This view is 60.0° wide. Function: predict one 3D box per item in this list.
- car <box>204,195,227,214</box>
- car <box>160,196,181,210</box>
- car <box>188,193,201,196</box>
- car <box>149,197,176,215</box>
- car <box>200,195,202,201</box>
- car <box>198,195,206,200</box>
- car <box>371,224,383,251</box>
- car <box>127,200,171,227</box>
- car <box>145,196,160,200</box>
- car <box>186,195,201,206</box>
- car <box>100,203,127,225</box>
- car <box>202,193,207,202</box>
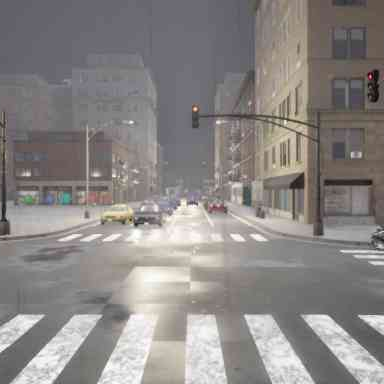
[{"bbox_3d":[2.676,1.438,35.651,1.967,1.590,4.097,0,0,0],"label":"car"},{"bbox_3d":[-2.742,1.546,42.031,2.033,1.411,5.357,0,0,1],"label":"car"},{"bbox_3d":[0.069,1.220,64.448,2.150,2.045,5.566,0,0,0],"label":"car"},{"bbox_3d":[-2.802,1.524,32.295,1.812,1.442,4.674,0,0,0],"label":"car"},{"bbox_3d":[2.694,1.524,52.807,1.752,1.417,4.829,0,0,0],"label":"car"},{"bbox_3d":[2.737,1.567,92.271,1.947,1.339,4.313,0,0,0],"label":"car"},{"bbox_3d":[9.096,1.404,12.101,4.553,1.767,2.097,0,0,0],"label":"car"},{"bbox_3d":[-2.809,1.546,22.990,2.033,1.411,5.357,0,0,-1],"label":"car"},{"bbox_3d":[-5.343,1.549,41.322,2.008,1.369,4.403,0,0,0],"label":"car"},{"bbox_3d":[0.058,1.599,54.146,1.895,1.301,4.718,0,0,0],"label":"car"},{"bbox_3d":[-5.361,1.524,24.167,1.752,1.417,4.829,0,0,0],"label":"car"},{"bbox_3d":[2.682,1.313,41.313,2.192,1.841,5.009,0,0,0],"label":"car"}]
